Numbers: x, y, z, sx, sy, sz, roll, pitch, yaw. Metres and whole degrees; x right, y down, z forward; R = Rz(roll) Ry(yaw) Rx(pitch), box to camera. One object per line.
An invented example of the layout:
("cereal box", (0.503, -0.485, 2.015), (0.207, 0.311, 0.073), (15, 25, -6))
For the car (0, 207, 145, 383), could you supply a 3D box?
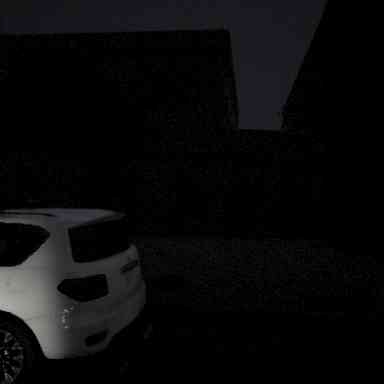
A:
("car", (-3.496, 1.277, 4.977), (5.566, 2.045, 2.435), (0, 0, 9))
